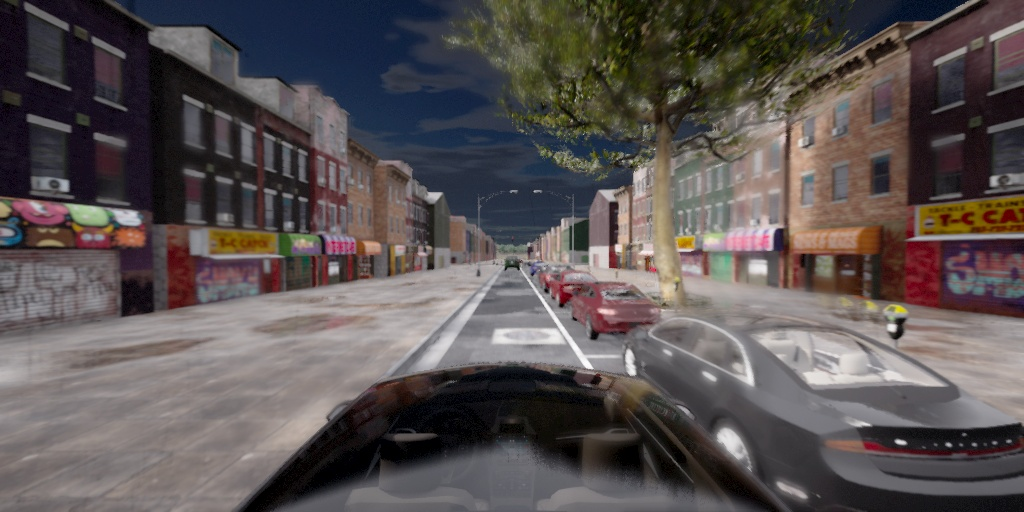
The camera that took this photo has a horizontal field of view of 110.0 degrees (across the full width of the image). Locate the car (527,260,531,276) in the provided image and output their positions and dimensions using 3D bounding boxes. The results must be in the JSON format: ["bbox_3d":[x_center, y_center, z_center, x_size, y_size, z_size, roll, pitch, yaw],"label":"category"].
[{"bbox_3d":[2.758,1.291,36.390,1.812,1.442,4.674,0,0,0],"label":"car"}]

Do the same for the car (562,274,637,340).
[{"bbox_3d":[2.638,1.331,9.745,1.802,1.307,4.207,0,0,0],"label":"car"}]

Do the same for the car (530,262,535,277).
[{"bbox_3d":[2.642,1.306,26.381,2.007,1.370,4.403,0,0,0],"label":"car"}]

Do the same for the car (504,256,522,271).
[{"bbox_3d":[0.026,1.007,51.509,2.150,2.045,5.566,0,0,0],"label":"car"}]

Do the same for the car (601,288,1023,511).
[{"bbox_3d":[2.637,1.300,4.200,2.007,1.370,4.403,0,0,0],"label":"car"}]

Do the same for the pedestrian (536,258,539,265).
[{"bbox_3d":[2.759,1.062,39.210,0.375,1.860,0.375,-1,1,-10],"label":"pedestrian"}]

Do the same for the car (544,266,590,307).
[{"bbox_3d":[2.640,1.294,15.291,1.888,1.381,4.507,0,0,0],"label":"car"}]

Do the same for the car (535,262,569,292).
[{"bbox_3d":[2.641,1.191,20.836,1.967,1.591,4.097,0,0,0],"label":"car"}]

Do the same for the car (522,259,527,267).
[{"bbox_3d":[2.651,1.354,65.200,2.007,1.370,4.403,0,0,0],"label":"car"}]
